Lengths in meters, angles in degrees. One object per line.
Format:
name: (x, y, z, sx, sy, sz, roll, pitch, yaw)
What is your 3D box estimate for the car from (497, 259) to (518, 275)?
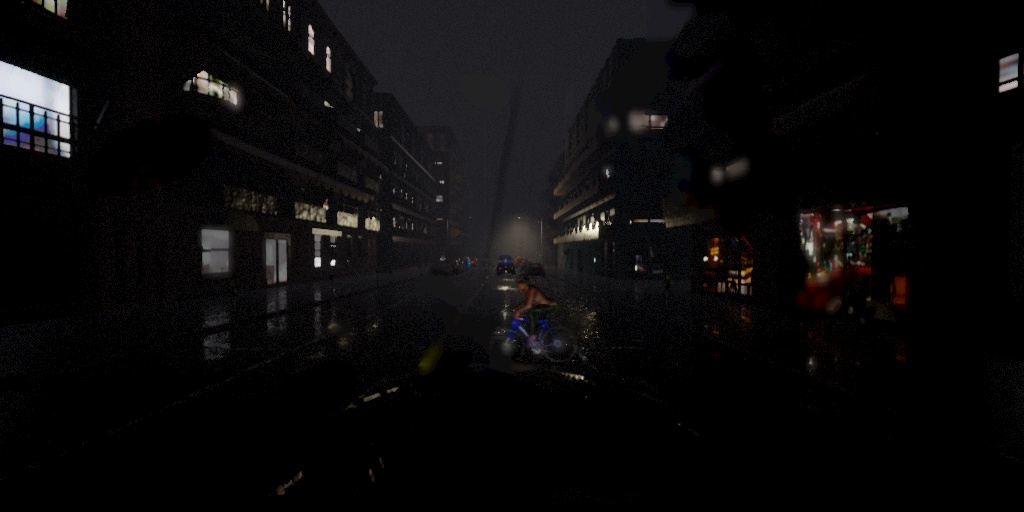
car: (-0.666, 1.289, 38.915, 1.895, 1.301, 4.718, 0, 0, -1)

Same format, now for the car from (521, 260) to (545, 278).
car: (2.052, 1.281, 32.557, 1.802, 1.307, 4.207, 0, 0, -1)

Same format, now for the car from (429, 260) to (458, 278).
car: (-6.295, 1.282, 32.408, 1.802, 1.307, 4.207, 0, 0, -1)

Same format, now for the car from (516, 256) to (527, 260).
car: (1.574, 0.978, 54.960, 2.192, 1.841, 5.009, 0, 0, -1)

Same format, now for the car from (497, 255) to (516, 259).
car: (-0.950, 0.890, 51.855, 2.150, 2.045, 5.566, 0, 0, -1)

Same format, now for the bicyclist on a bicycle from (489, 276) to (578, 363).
bicyclist on a bicycle: (0.383, 1.194, 6.617, 1.656, 1.620, 0.582, -2, 0, -1)

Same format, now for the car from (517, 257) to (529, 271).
car: (1.809, 1.206, 43.929, 1.751, 1.417, 4.829, 0, 0, -1)

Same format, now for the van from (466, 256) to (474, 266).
van: (-6.653, 1.014, 49.210, 1.690, 1.789, 3.998, 0, 0, -1)

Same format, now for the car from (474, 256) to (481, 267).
car: (-6.915, 0.970, 60.411, 2.192, 1.841, 5.009, 0, 0, -1)

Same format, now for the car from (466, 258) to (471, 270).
car: (-6.534, 1.233, 43.609, 2.007, 1.370, 4.403, 0, 0, -1)

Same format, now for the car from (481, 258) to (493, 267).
car: (-4.352, 1.215, 62.937, 1.994, 1.385, 4.181, 0, 0, -1)

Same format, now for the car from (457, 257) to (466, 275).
car: (-6.414, 1.131, 38.008, 1.967, 1.591, 4.097, 0, 0, -1)
